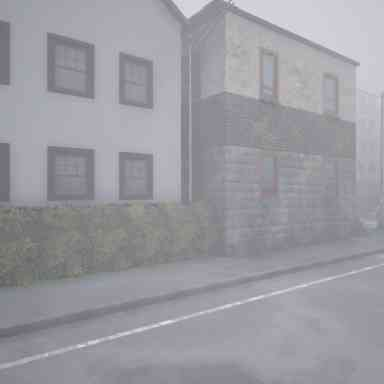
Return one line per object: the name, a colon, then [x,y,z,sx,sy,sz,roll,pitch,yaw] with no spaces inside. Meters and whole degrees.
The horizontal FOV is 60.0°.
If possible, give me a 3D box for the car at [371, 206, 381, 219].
car: [16.766,1.397,25.249,5.566,2.045,2.150,0,1,44]
